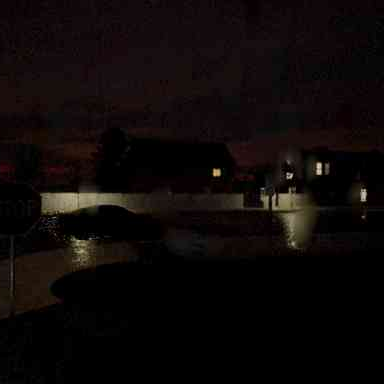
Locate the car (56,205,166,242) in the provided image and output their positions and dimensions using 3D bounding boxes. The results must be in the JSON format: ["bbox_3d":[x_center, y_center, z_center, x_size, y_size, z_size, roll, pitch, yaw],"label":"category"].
[{"bbox_3d":[-3.504,1.301,14.785,4.674,1.442,1.812,0,1,-19],"label":"car"}]
